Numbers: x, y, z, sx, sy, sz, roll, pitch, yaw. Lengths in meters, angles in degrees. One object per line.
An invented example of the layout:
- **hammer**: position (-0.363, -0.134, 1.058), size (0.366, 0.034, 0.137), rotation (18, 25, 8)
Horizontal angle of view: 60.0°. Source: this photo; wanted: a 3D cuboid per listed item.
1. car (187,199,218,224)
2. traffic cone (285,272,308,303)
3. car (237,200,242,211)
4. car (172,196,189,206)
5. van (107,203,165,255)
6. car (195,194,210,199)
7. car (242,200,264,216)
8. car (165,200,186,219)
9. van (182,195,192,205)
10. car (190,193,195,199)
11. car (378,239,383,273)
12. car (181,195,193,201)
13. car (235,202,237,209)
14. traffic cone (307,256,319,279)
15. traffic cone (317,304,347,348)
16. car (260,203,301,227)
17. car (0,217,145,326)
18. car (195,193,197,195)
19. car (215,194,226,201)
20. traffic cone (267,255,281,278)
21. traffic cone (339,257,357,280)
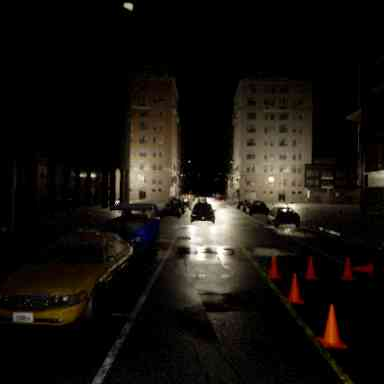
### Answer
- **car**: position (0.835, 1.594, 25.615), size (1.837, 1.490, 4.892), rotation (1, 0, 2)
- **traffic cone**: position (2.190, 2.019, 7.097), size (0.340, 0.580, 0.340), rotation (1, 0, 1)
- **car**: position (6.968, 1.804, 41.004), size (1.802, 1.307, 4.206), rotation (1, 0, 1)
- **car**: position (-1.689, 1.505, 35.600), size (1.967, 1.590, 4.097), rotation (1, 0, 1)
- **van**: position (-2.239, 1.347, 13.047), size (1.690, 1.788, 3.998), rotation (1, 0, 1)
- **car**: position (1.820, 1.660, 62.310), size (2.128, 1.511, 4.902), rotation (1, 0, 1)
- **car**: position (6.832, 1.651, 35.366), size (1.967, 1.590, 4.097), rotation (1, 0, 1)
- **car**: position (-1.829, 1.634, 29.960), size (1.802, 1.307, 4.206), rotation (1, 0, 1)
- **van**: position (-0.998, 1.462, 63.792), size (1.690, 1.788, 3.998), rotation (1, 0, 1)
- **car**: position (-1.135, 1.426, 58.152), size (2.192, 1.841, 5.009), rotation (1, 0, 1)
- **car**: position (6.145, 1.447, 7.178), size (2.192, 1.841, 5.009), rotation (1, 0, 1)
- **car**: position (-1.278, 1.665, 52.513), size (1.947, 1.339, 4.313), rotation (1, 0, 1)
- **car**: position (7.106, 1.779, 46.642), size (1.887, 1.381, 4.507), rotation (1, 0, 1)
- **traffic cone**: position (3.238, 2.043, 9.072), size (0.340, 0.580, 0.340), rotation (1, 0, 1)
- **traffic cone**: position (2.141, 2.011, 5.098), size (0.340, 0.580, 0.340), rotation (1, 0, 1)
- **car**: position (6.555, 1.736, 24.091), size (2.008, 1.369, 4.403), rotation (1, 0, 1)
- **car**: position (-2.385, 1.510, 7.236), size (1.752, 1.417, 4.829), rotation (1, 0, 1)
- **car**: position (-0.343, 1.642, 90.630), size (1.752, 1.417, 4.829), rotation (1, 0, 1)
- **car**: position (8.187, 1.578, 90.563), size (2.192, 1.841, 5.009), rotation (1, 0, 1)
- **traffic cone**: position (2.239, 2.026, 9.096), size (0.340, 0.580, 0.340), rotation (1, 0, 1)
- **traffic cone**: position (4.238, 2.060, 9.047), size (0.340, 0.580, 0.340), rotation (1, 0, 1)
